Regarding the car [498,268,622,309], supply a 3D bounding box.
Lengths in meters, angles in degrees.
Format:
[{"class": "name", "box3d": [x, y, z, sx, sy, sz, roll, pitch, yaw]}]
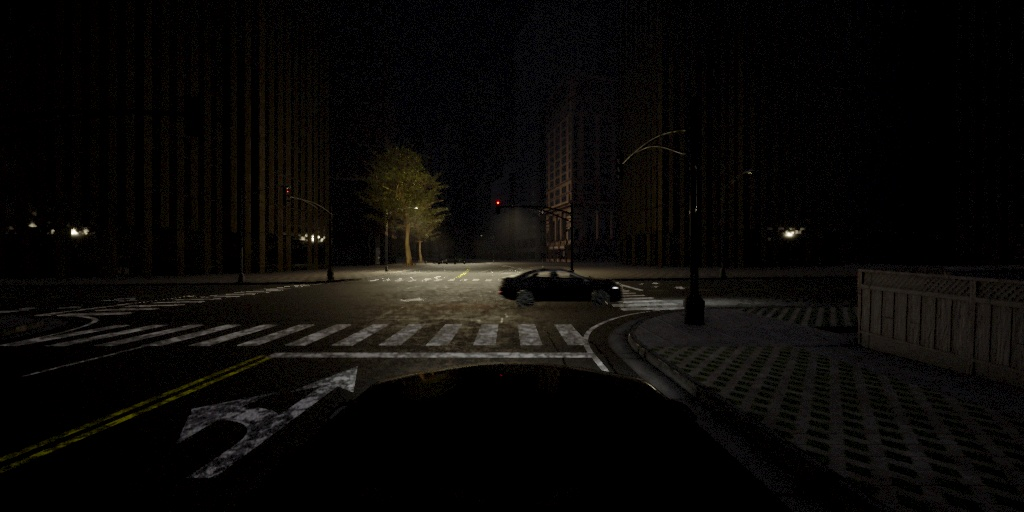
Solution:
[{"class": "car", "box3d": [1.883, 1.234, 14.453, 4.902, 1.511, 2.128, 0, 0, 0]}]
